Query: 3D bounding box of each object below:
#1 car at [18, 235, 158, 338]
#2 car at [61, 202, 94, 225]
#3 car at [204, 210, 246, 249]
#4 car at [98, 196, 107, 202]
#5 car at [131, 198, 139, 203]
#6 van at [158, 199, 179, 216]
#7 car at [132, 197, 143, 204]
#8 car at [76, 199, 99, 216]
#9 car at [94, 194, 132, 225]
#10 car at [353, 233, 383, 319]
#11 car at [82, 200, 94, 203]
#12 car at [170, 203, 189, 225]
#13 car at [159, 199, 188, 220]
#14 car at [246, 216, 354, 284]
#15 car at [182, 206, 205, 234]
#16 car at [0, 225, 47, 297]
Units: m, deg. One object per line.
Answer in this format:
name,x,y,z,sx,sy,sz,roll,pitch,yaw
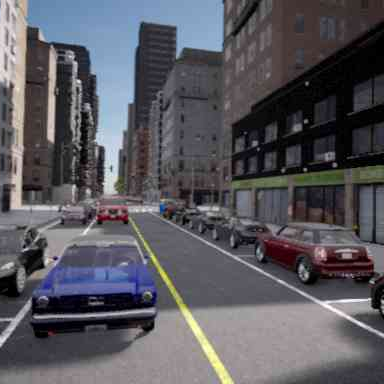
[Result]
car,-1.850,1.633,6.864,1.895,1.301,4.718,2,-1,-13
car,-8.540,1.648,24.533,1.802,1.307,4.206,2,-1,-13
car,2.242,1.782,15.686,2.008,1.369,4.403,2,-1,-13
car,-23.873,1.888,88.806,1.967,1.590,4.097,2,-1,-14
car,-15.612,2.256,90.887,1.802,1.307,4.206,2,-1,-14
van,-2.707,1.692,37.220,1.690,1.788,3.998,2,-1,-13
car,-12.831,2.047,79.926,1.967,1.590,4.097,2,-1,-14
car,-11.015,1.566,35.303,1.967,1.590,4.097,2,-1,-13
car,-5.999,1.361,25.423,2.150,2.045,5.566,2,-1,-13
car,4.722,1.612,4.921,1.967,1.590,4.097,2,-1,-13
car,-9.779,1.662,29.918,1.947,1.339,4.313,2,-1,-13
car,-0.236,1.857,26.451,1.947,1.339,4.313,2,-1,-13
car,-1.468,1.636,31.837,2.192,1.841,5.009,2,-1,-13
car,3.484,1.642,10.304,1.967,1.590,4.097,2,-1,-13
car,1.004,1.812,21.069,2.008,1.369,4.403,2,-1,-13
car,-4.822,1.543,8.380,1.947,1.339,4.313,2,-1,-13
